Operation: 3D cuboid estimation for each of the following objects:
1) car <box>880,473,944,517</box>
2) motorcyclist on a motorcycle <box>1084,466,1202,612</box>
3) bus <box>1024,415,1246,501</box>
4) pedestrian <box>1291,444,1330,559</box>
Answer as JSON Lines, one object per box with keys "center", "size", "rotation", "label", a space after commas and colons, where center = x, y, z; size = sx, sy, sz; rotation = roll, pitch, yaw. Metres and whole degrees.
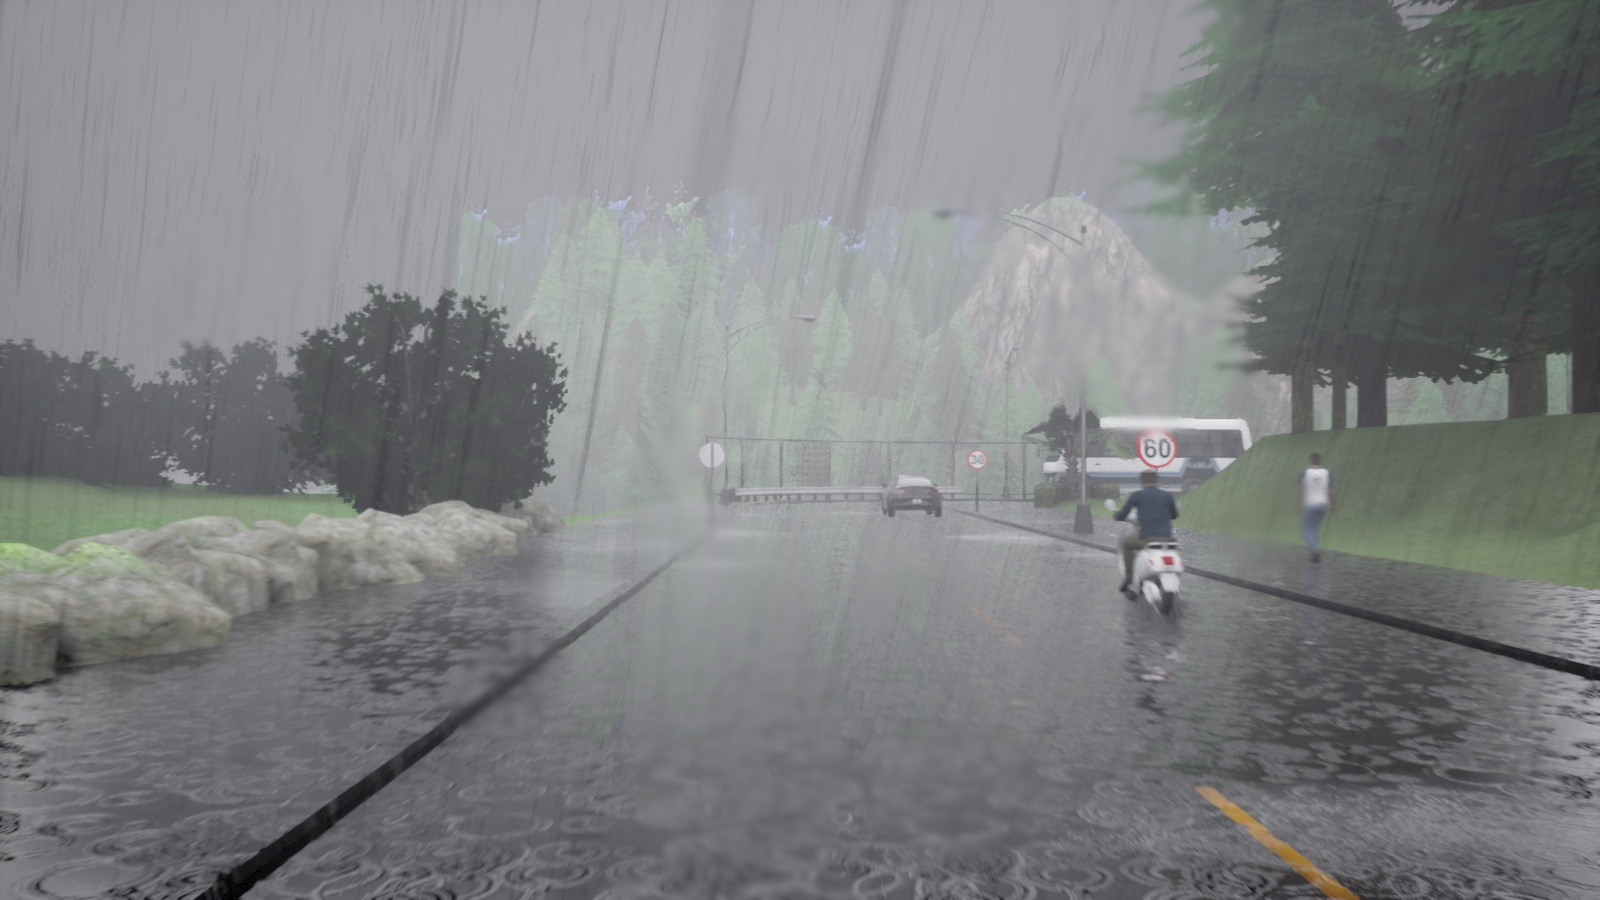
{"center": [3.899, 1.549, 44.383], "size": [1.812, 1.442, 4.674], "rotation": [0, -1, 0], "label": "car"}
{"center": [3.966, 0.991, 14.684], "size": [0.866, 1.590, 1.817], "rotation": [0, -1, 0], "label": "motorcyclist on a motorcycle"}
{"center": [17.000, 0.420, 64.315], "size": [10.273, 4.253, 3.944], "rotation": [0, -1, 0], "label": "bus"}
{"center": [8.317, 0.825, 20.471], "size": [0.354, 1.836, 0.706], "rotation": [0, -1, 4], "label": "pedestrian"}
